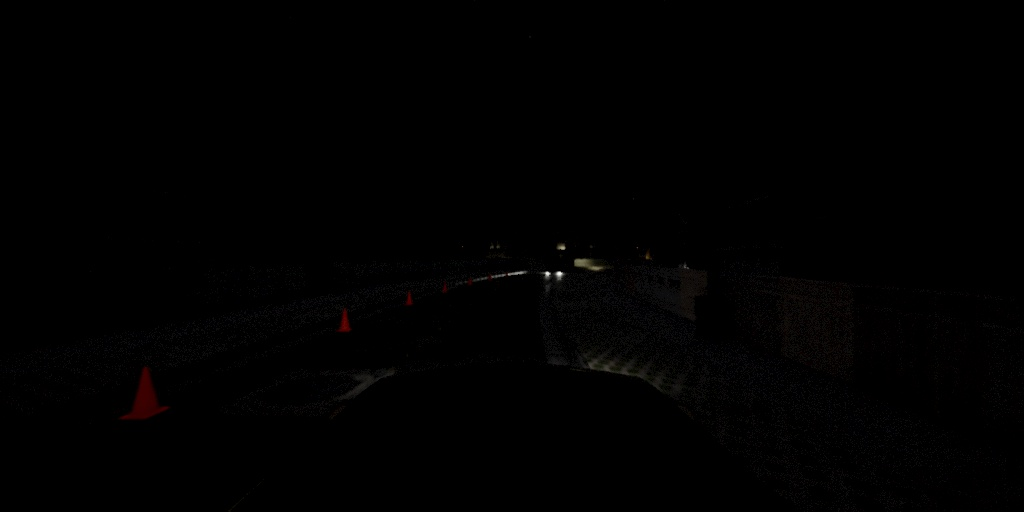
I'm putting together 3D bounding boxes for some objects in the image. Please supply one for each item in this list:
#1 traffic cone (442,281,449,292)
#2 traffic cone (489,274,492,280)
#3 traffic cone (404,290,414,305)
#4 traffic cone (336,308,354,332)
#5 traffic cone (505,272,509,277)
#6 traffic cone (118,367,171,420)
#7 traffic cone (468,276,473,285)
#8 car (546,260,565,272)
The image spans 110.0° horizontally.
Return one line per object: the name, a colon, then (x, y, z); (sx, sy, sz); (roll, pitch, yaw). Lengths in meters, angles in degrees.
traffic cone: (-3.686, 1.694, 19.749); (0.340, 0.580, 0.340); (0, 0, 7)
traffic cone: (-1.828, 1.704, 29.851); (0.340, 0.580, 0.340); (0, 0, 14)
traffic cone: (-4.190, 1.692, 14.635); (0.340, 0.580, 0.340); (0, 0, 4)
traffic cone: (-4.463, 1.692, 9.572); (0.340, 0.580, 0.340); (0, 0, 2)
traffic cone: (-0.478, 1.712, 34.807); (0.340, 0.580, 0.340); (0, 0, 17)
traffic cone: (-4.613, 1.692, 4.515); (0.340, 0.580, 0.340); (0, 0, 1)
traffic cone: (-2.897, 1.698, 24.826); (0.340, 0.580, 0.340); (0, 0, 10)
car: (5.719, 1.290, 46.665); (1.837, 1.490, 4.892); (0, -1, 17)
